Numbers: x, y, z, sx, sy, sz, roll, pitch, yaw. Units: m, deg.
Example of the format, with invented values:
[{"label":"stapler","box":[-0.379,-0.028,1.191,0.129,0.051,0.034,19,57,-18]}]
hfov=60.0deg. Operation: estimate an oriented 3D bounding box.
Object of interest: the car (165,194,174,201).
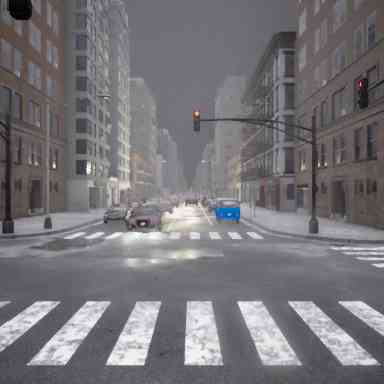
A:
[{"label":"car","box":[-5.474,1.410,81.841,1.967,1.590,4.097,0,0,0]}]

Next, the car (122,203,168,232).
[{"label":"car","box":[-2.731,1.563,20.143,1.994,1.385,4.181,0,0,-2]}]

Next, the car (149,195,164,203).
[{"label":"car","box":[-5.439,1.520,47.580,1.752,1.417,4.829,0,0,0]}]

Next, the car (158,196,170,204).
[{"label":"car","box":[-5.456,1.548,64.796,1.947,1.339,4.313,0,0,0]}]

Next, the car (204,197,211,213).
[{"label":"car","box":[2.598,1.580,36.402,1.802,1.307,4.206,0,0,0]}]

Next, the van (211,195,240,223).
[{"label":"van","box":[2.610,1.340,25.040,1.690,1.788,3.998,0,0,0]}]

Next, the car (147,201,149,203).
[{"label":"car","box":[-5.421,1.543,30.704,1.887,1.381,4.507,0,0,0]}]

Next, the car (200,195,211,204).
[{"label":"car","box":[2.569,1.422,64.809,1.967,1.590,4.097,0,0,0]}]

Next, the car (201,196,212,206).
[{"label":"car","box":[2.586,1.576,47.765,1.802,1.307,4.206,0,0,0]}]

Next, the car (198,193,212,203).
[{"label":"car","box":[2.581,1.305,53.446,2.192,1.841,5.009,0,0,0]}]

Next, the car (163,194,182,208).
[{"label":"car","box":[-2.855,1.484,47.993,2.128,1.511,4.902,0,0,0]}]

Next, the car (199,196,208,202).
[{"label":"car","box":[2.557,1.525,76.171,2.008,1.369,4.403,0,0,0]}]

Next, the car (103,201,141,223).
[{"label":"car","box":[-5.415,1.550,25.023,2.008,1.369,4.403,0,0,0]}]

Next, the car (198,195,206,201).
[{"label":"car","box":[2.545,1.531,87.534,1.947,1.339,4.313,0,0,0]}]

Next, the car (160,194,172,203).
[{"label":"car","box":[-5.462,1.293,70.477,2.192,1.841,5.009,0,0,0]}]

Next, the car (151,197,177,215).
[{"label":"car","box":[-2.871,1.524,34.627,1.812,1.442,4.674,0,0,0]}]

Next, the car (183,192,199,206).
[{"label":"car","box":[-0.059,1.341,55.136,2.097,1.767,4.553,0,0,0]}]

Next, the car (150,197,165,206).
[{"label":"car","box":[-5.444,1.556,53.432,1.947,1.339,4.313,0,0,0]}]

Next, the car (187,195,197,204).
[{"label":"car","box":[-0.069,1.460,65.168,1.882,1.535,5.008,0,0,0]}]
